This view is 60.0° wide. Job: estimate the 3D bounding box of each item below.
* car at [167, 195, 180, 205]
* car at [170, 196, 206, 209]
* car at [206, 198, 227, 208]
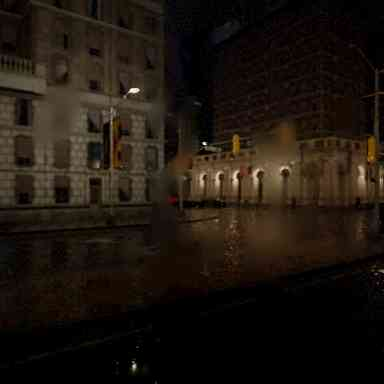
[{"bbox_3d":[-2.073,1.276,52.870,2.097,1.767,4.553,0,0,-35],"label":"car"},{"bbox_3d":[-0.606,1.534,44.790,1.895,1.301,4.718,0,0,-36],"label":"car"},{"bbox_3d":[2.872,1.488,45.957,1.994,1.385,4.181,0,0,-36],"label":"car"}]
